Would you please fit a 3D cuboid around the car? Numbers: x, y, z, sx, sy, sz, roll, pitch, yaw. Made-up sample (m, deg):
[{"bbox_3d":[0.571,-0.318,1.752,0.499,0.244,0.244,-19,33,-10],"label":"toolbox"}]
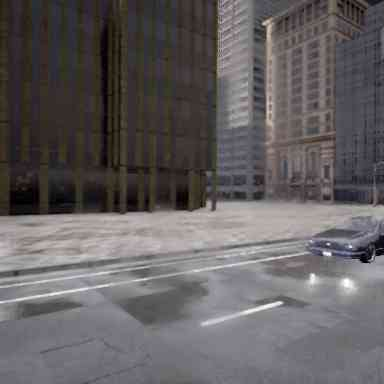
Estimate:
[{"bbox_3d":[6.573,1.640,12.373,5.357,1.411,2.033,1,0,-36],"label":"car"}]
